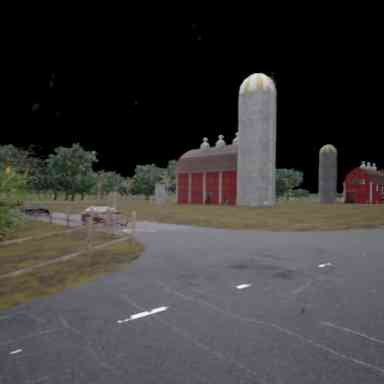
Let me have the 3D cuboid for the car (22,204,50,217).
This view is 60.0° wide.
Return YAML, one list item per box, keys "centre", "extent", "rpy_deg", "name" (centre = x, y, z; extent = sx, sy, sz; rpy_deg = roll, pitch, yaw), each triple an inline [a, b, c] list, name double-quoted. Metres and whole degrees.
- centre: [-16.896, 1.925, 36.018]
  extent: [1.895, 1.301, 4.718]
  rpy_deg: [1, -1, -40]
  name: "car"

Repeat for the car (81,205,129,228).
- centre: [-6.271, 1.673, 23.562]
  extent: [1.812, 1.442, 4.674]
  rpy_deg: [1, -1, -41]
  name: "car"
